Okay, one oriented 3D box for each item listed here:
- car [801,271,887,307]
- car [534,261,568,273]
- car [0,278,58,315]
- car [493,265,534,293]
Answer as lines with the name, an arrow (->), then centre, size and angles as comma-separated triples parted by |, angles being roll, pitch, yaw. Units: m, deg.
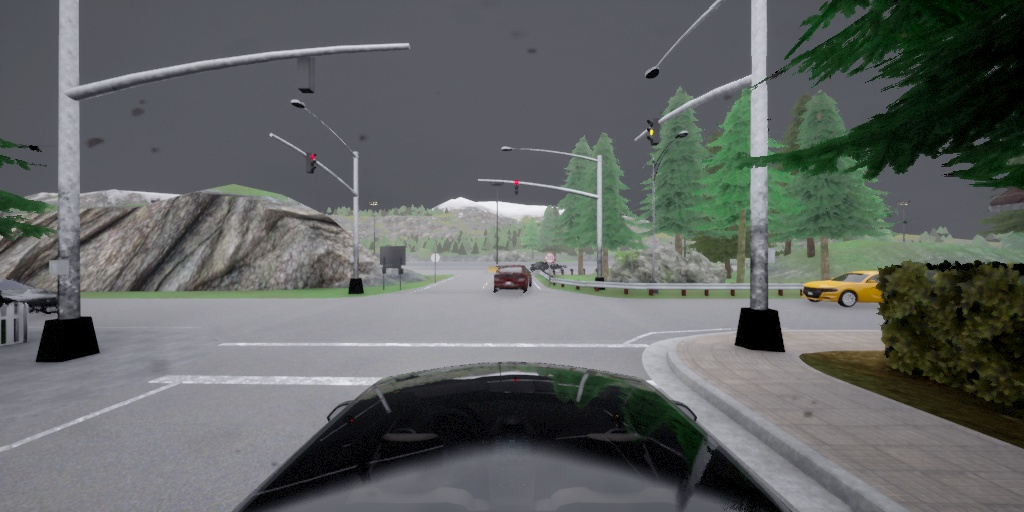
car -> 15.952, 1.417, 16.162 | 5.008, 1.535, 1.882 | 0, 0, 0
car -> 4.880, 1.451, 46.315 | 4.892, 1.490, 1.837 | 0, -5, -18
car -> -18.852, 1.488, 12.623 | 5.357, 1.411, 2.033 | 0, 0, 0
car -> 0.082, 1.258, 21.651 | 1.882, 1.535, 5.008 | 1, 1, 7
